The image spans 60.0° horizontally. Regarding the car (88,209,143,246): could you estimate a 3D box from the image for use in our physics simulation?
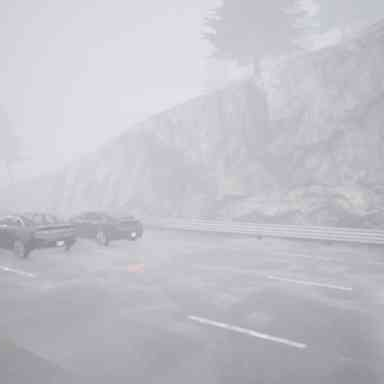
[{"bbox_3d":[-4.463,1.576,15.709,4.892,1.490,1.837,0,0,36],"label":"car"}]

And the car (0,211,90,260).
[{"bbox_3d":[-6.475,1.562,12.844,4.902,1.511,2.128,0,0,36],"label":"car"}]
